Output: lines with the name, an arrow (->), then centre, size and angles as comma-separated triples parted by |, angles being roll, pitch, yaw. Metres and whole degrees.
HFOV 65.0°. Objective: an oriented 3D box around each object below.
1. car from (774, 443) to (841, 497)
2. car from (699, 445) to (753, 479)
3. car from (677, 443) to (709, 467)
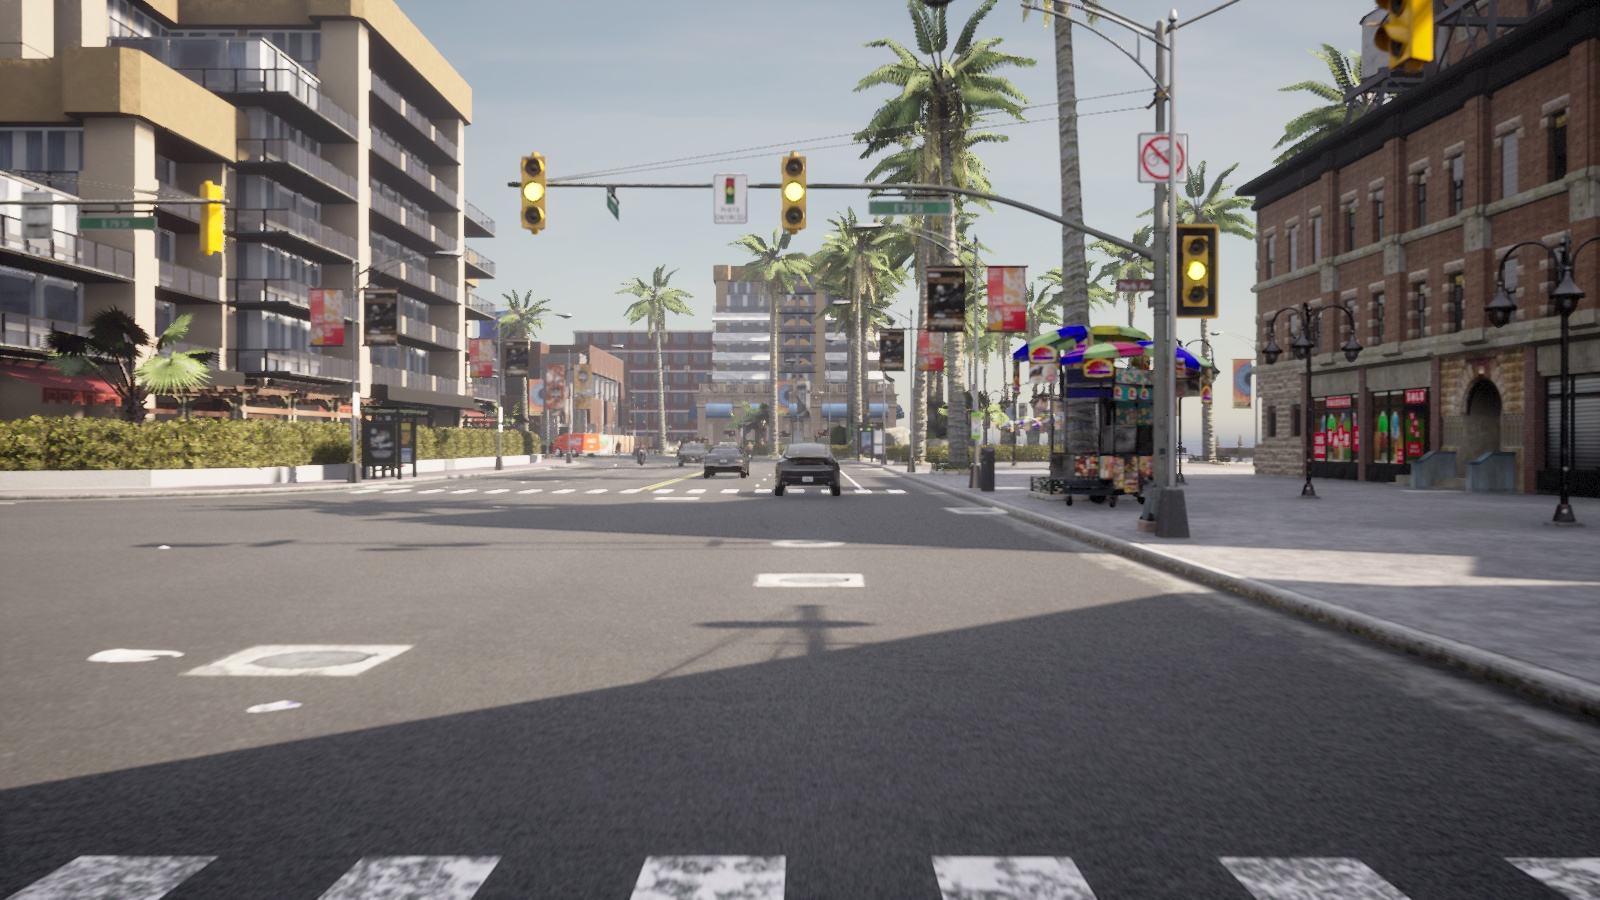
car -> 0.225, 0.543, 37.018 | 1.837, 1.490, 4.892 | 0, 0, 0
car -> -3.174, 0.482, 54.911 | 2.033, 1.411, 5.357 | 0, 0, 0
car -> -6.690, 0.301, 78.915 | 1.837, 1.490, 4.892 | 0, 0, -3
